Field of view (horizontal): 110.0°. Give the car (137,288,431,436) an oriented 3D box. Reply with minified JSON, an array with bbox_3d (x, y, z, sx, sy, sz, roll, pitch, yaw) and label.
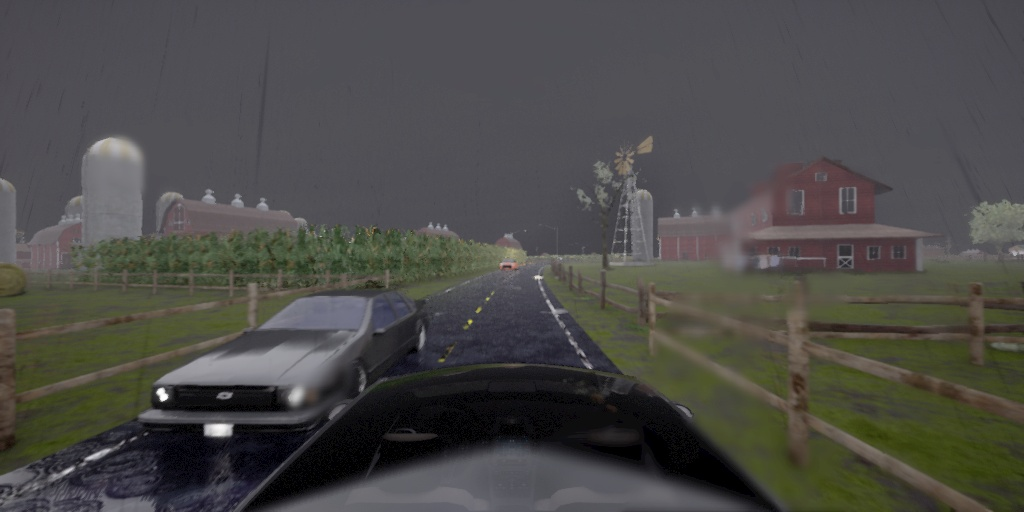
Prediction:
[{"bbox_3d":[-2.802,1.295,6.127,2.033,1.411,5.357,0,0,1],"label":"car"}]

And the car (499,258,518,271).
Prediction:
[{"bbox_3d":[-0.419,1.105,48.683,2.097,1.767,4.553,0,0,6],"label":"car"}]
